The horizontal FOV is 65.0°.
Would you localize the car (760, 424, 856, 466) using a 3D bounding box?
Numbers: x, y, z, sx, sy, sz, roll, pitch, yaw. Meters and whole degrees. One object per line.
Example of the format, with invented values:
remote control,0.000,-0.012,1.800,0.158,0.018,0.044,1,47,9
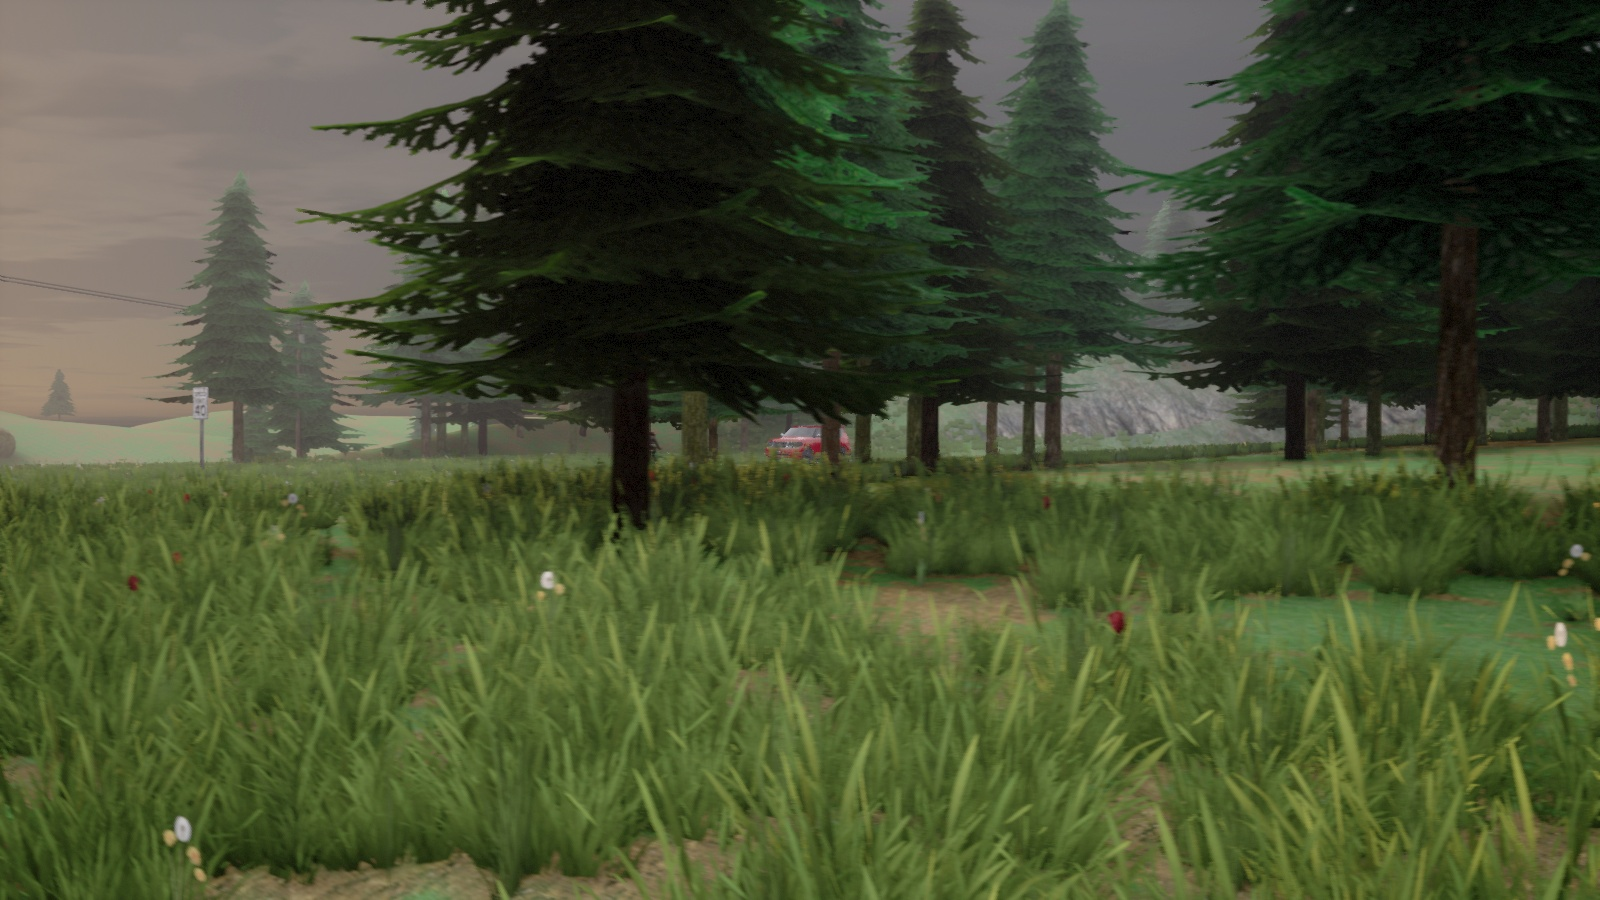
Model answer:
car,0.476,-0.288,64.034,2.150,2.045,5.566,0,1,34
